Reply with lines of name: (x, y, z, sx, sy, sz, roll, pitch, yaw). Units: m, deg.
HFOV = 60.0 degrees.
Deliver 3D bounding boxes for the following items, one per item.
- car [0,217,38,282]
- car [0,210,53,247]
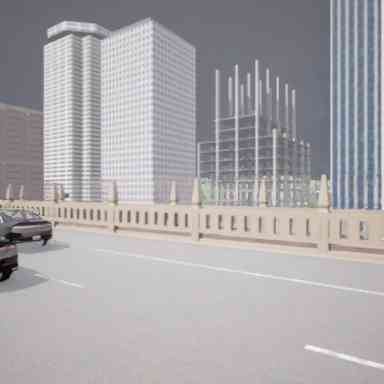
car: (-6.379, 1.492, 8.541, 4.902, 1.511, 2.128, 0, 0, 36)
car: (-7.788, 1.492, 13.845, 4.902, 1.511, 2.128, 0, 0, 35)
